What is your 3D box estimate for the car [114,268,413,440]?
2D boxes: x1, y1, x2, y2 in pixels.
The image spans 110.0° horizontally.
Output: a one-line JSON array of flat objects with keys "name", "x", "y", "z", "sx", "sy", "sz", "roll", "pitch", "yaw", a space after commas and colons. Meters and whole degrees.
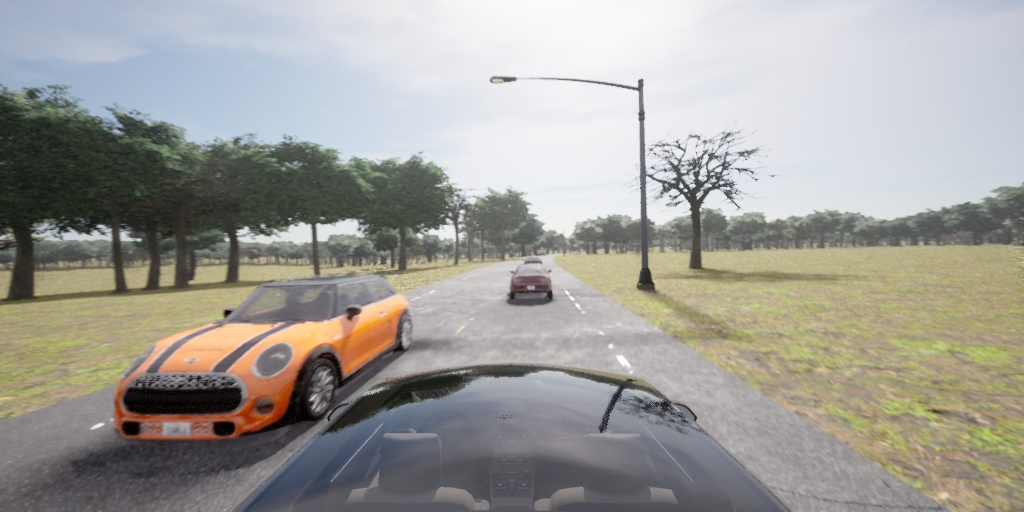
[{"name": "car", "x": -3.316, "y": 1.143, "z": 5.896, "sx": 2.097, "sy": 1.767, "sz": 4.553, "roll": -2, "pitch": 1, "yaw": 3}]

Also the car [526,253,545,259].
[{"name": "car", "x": 2.240, "y": 0.744, "z": 38.260, "sx": 1.882, "sy": 1.535, "sz": 5.008, "roll": -2, "pitch": 1, "yaw": 4}]

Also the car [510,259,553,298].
[{"name": "car", "x": 0.902, "y": 1.075, "z": 16.786, "sx": 1.812, "sy": 1.442, "sz": 4.674, "roll": -1, "pitch": 1, "yaw": 4}]
